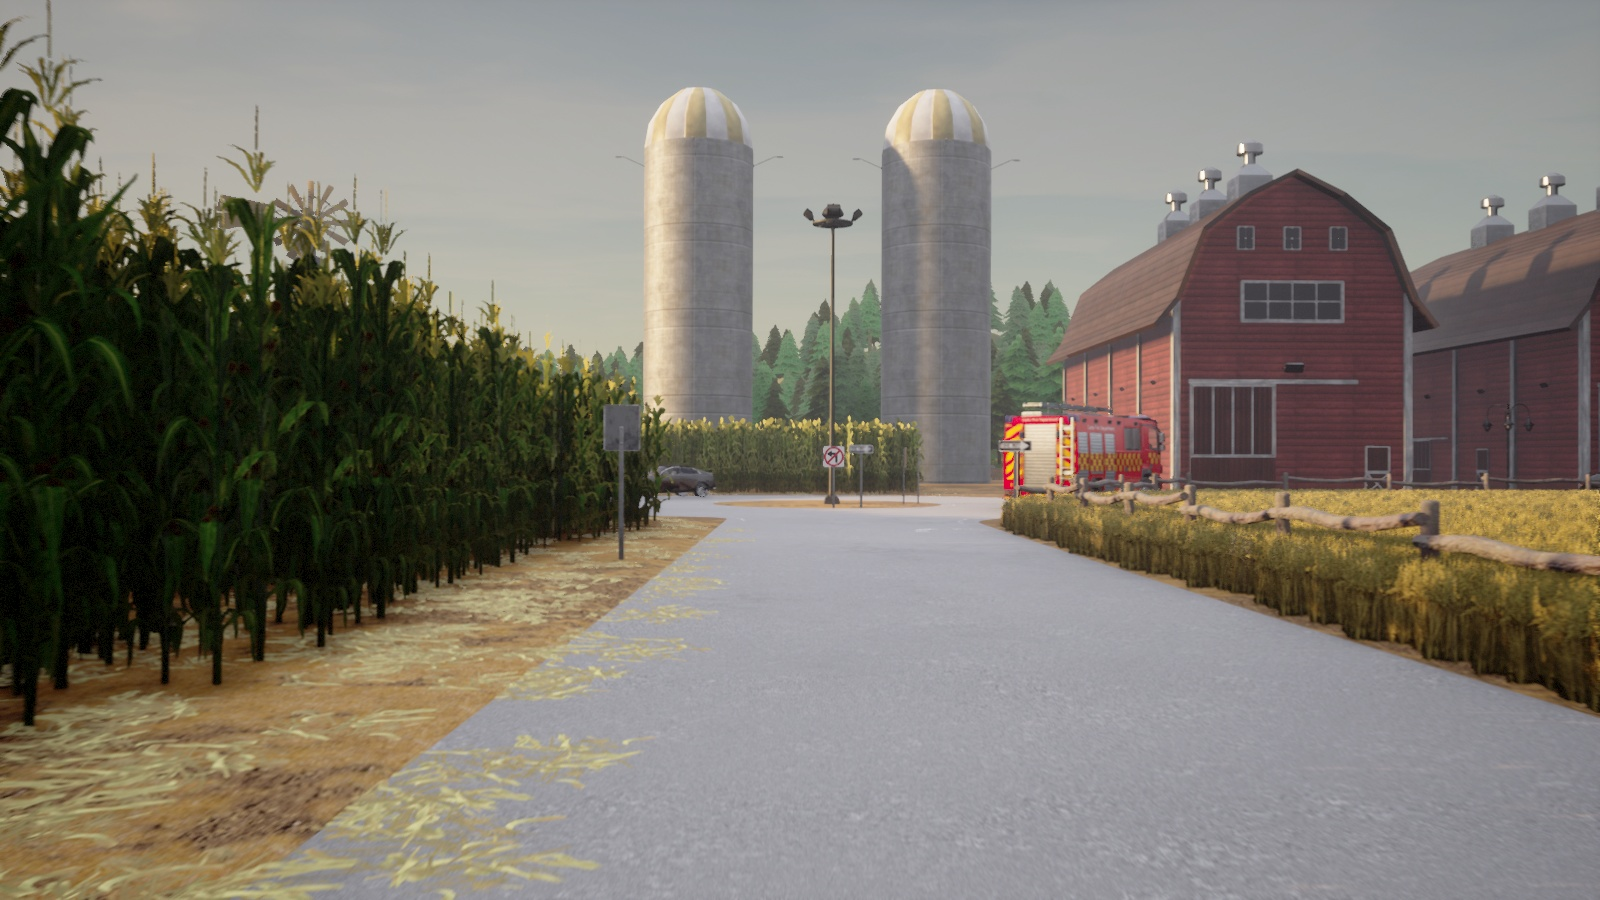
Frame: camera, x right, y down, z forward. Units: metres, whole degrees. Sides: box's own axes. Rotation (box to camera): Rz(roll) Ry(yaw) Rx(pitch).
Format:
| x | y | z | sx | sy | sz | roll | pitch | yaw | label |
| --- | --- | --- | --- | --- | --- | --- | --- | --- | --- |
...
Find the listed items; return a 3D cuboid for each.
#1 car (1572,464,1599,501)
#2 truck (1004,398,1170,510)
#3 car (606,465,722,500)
| x | y | z | sx | sy | sz | roll | pitch | yaw | label |
| --- | --- | --- | --- | --- | --- | --- | --- | --- | --- |
| 33.957 | 1.294 | 50.963 | 4.193 | 1.474 | 1.816 | 0 | 0 | -4 | car |
| 10.976 | 0.178 | 47.309 | 2.891 | 3.827 | 8.468 | -1 | -1 | 36 | truck |
| -6.160 | 1.446 | 57.242 | 4.902 | 1.511 | 2.128 | 0 | -1 | -41 | car |
